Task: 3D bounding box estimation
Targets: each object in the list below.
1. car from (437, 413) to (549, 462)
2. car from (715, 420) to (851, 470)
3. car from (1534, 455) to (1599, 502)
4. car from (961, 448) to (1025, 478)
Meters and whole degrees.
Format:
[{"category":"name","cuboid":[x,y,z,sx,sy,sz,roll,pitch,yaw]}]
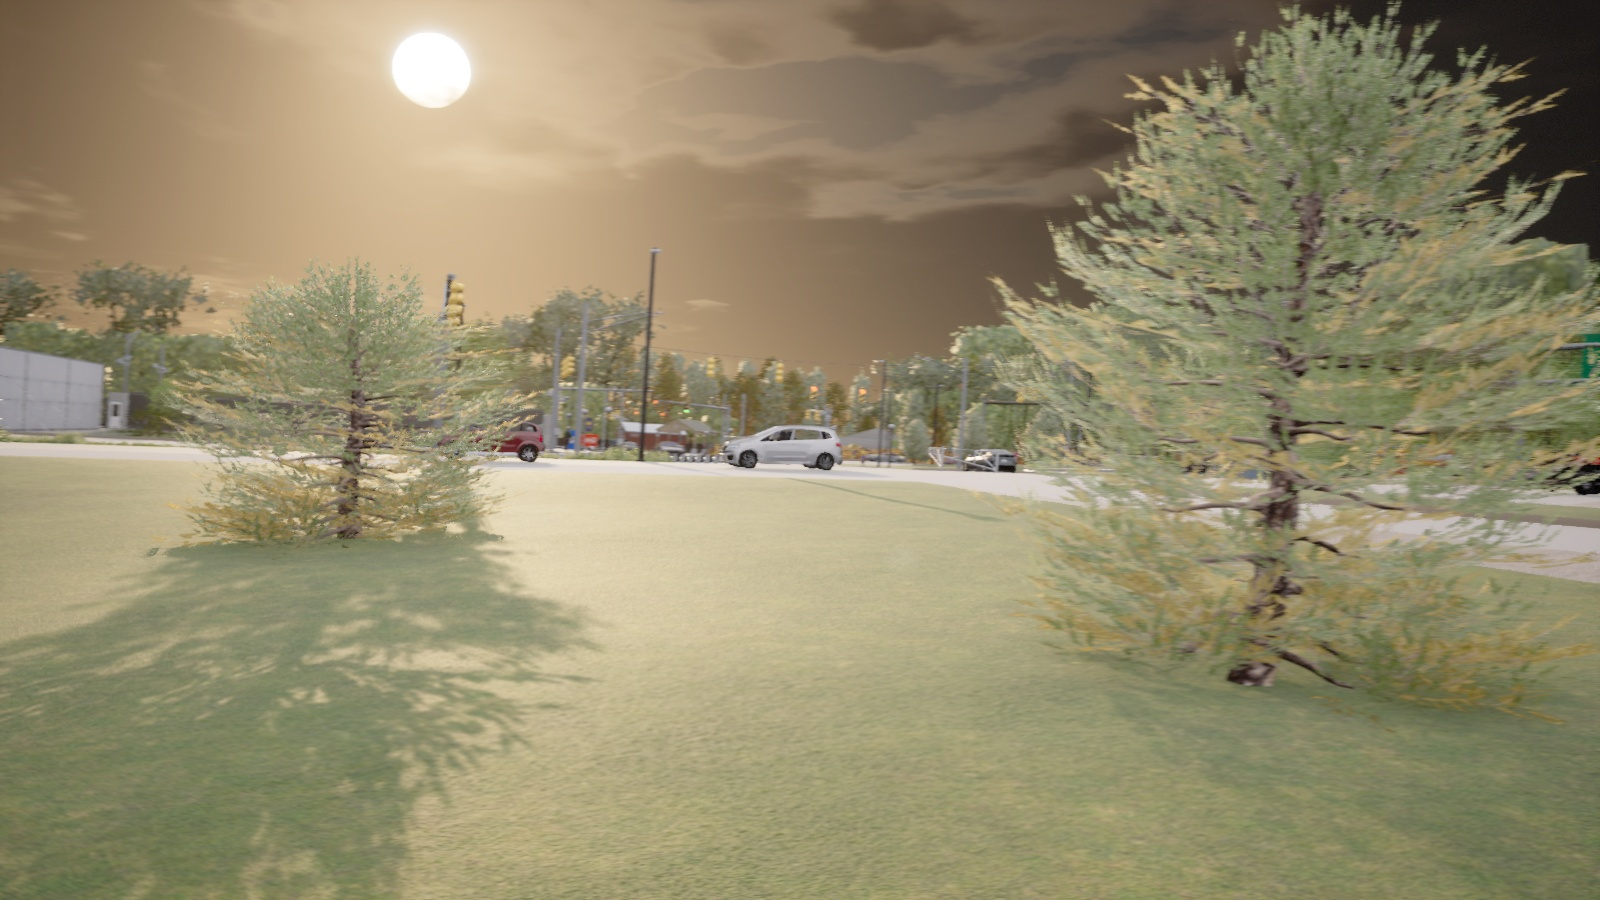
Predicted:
[{"category":"car","cuboid":[-10.845,-0.449,44.332,3.705,1.549,1.789,2,1,-16]},{"category":"car","cuboid":[-0.660,-0.182,47.176,4.611,1.667,2.242,2,1,-16]},{"category":"car","cuboid":[33.425,1.233,53.076,3.866,1.878,1.905,3,1,-16]},{"category":"car","cuboid":[11.000,0.722,71.800,2.007,1.525,4.514,3,0,-13]}]
